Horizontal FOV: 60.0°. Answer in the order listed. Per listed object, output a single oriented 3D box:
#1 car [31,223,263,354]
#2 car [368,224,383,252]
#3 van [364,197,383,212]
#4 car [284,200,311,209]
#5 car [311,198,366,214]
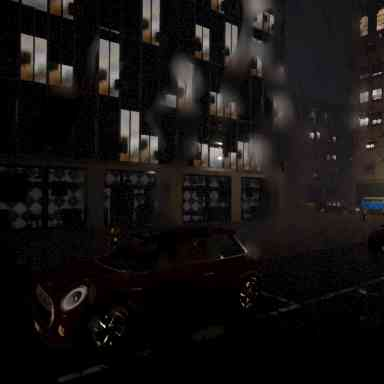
[{"bbox_3d":[-0.669,1.441,6.068,4.097,1.590,1.967,0,1,-35],"label":"car"},{"bbox_3d":[8.406,1.567,12.545,4.313,1.339,1.947,0,1,-35],"label":"car"},{"bbox_3d":[22.128,1.524,39.601,1.690,1.788,3.998,0,-1,-35],"label":"van"},{"bbox_3d":[15.697,1.787,48.854,1.752,1.417,4.829,0,-1,-35],"label":"car"},{"bbox_3d":[15.243,1.620,34.821,2.008,1.369,4.403,0,-1,-35],"label":"car"}]
